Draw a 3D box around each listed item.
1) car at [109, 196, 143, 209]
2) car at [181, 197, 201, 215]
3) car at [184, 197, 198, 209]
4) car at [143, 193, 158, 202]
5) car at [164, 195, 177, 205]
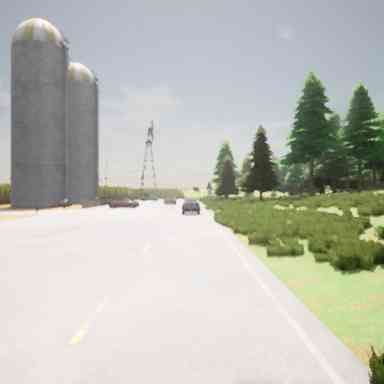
[{"bbox_3d":[-9.296,1.541,45.771,4.181,1.381,1.994,0,0,-1],"label":"car"},{"bbox_3d":[-0.097,1.479,34.171,2.128,1.511,4.902,0,0,0],"label":"car"},{"bbox_3d":[-0.183,1.461,47.273,1.882,1.535,5.008,0,0,0],"label":"car"},{"bbox_3d":[-9.955,1.463,78.777,3.988,1.617,1.851,0,0,-1],"label":"car"},{"bbox_3d":[-3.806,1.341,58.739,2.097,1.767,4.553,0,0,0],"label":"car"}]
